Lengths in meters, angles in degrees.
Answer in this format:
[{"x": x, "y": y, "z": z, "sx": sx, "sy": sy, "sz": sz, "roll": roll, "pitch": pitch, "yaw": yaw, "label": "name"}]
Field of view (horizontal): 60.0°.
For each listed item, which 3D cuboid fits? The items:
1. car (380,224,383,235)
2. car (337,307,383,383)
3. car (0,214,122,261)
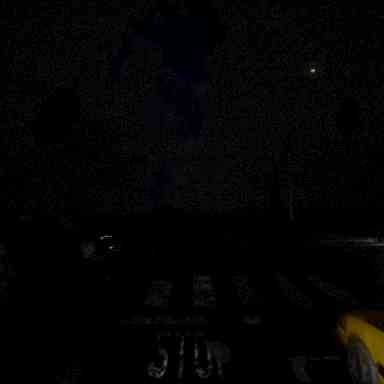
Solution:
[{"x": 10.977, "y": 1.525, "z": 15.124, "sx": 4.181, "sy": 1.385, "sz": 1.994, "roll": 0, "pitch": 0, "yaw": 0, "label": "car"}, {"x": 2.637, "y": 1.538, "z": 2.261, "sx": 1.752, "sy": 1.417, "sz": 4.829, "roll": 0, "pitch": 0, "yaw": 0, "label": "car"}, {"x": -5.130, "y": 1.579, "z": 12.282, "sx": 5.008, "sy": 1.535, "sz": 1.882, "roll": -1, "pitch": 0, "yaw": 0, "label": "car"}]
